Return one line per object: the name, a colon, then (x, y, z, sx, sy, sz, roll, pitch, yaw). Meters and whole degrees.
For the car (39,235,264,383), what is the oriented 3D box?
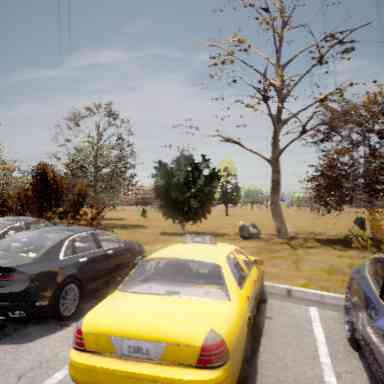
car: (0.180, 1.486, 5.586, 1.946, 1.575, 5.366, 0, -1, 16)

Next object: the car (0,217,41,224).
car: (-5.386, 1.490, 9.352, 2.231, 1.521, 4.892, 1, -1, 16)

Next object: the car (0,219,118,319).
car: (-2.630, 1.489, 7.371, 2.231, 1.521, 4.892, 0, -1, 15)

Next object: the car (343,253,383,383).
car: (2.895, 1.515, 3.407, 2.163, 1.488, 4.792, 1, -1, 15)
